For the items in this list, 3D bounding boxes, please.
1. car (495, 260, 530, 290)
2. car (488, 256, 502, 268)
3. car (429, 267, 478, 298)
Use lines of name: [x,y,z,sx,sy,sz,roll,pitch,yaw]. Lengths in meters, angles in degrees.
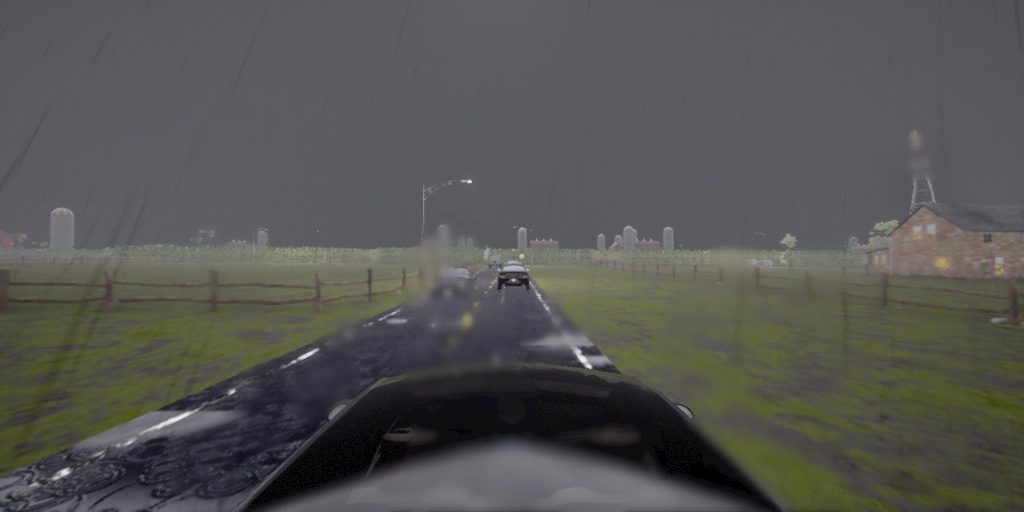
car: [0.095,1.231,22.841,1.882,1.535,5.008,0,0,0]
car: [-2.805,0.964,60.405,2.150,2.045,5.566,0,0,1]
car: [-2.855,1.301,18.693,2.033,1.411,5.357,0,0,0]
